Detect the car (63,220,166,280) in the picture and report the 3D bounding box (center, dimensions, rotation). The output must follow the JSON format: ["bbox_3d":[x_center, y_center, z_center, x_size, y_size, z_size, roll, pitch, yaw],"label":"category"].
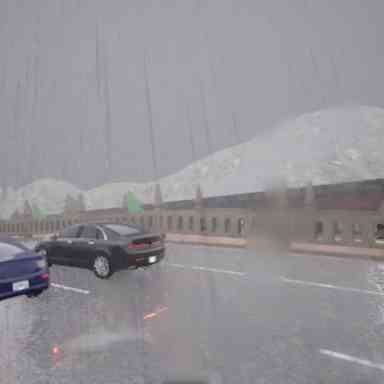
[{"bbox_3d":[-3.050,1.671,10.467,4.892,1.490,1.837,-3,-1,35],"label":"car"}]

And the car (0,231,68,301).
[{"bbox_3d":[-5.121,1.695,7.646,4.674,1.442,1.812,-3,-2,35],"label":"car"}]
